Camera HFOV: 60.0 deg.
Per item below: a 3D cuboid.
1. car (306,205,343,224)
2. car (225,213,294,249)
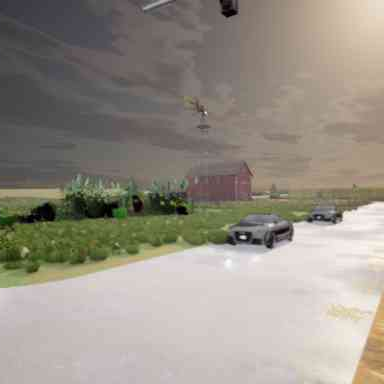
[{"bbox_3d":[10.358,1.690,25.883,1.994,1.385,4.181,-1,-1,34],"label":"car"},{"bbox_3d":[3.184,1.669,15.270,1.994,1.385,4.181,-1,-1,34],"label":"car"}]
